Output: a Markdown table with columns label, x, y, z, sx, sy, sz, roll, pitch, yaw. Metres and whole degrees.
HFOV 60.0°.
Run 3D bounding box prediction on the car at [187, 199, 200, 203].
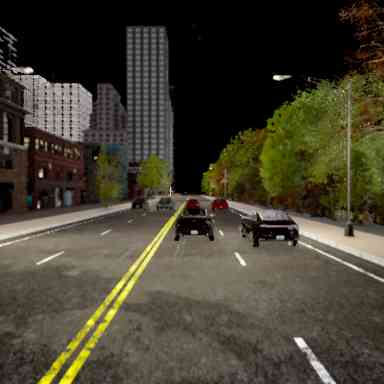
| label | x | y | z | sx | sy | sz | roll | pitch | yaw |
| --- | --- | --- | --- | --- | --- | --- | --- | --- | --- |
| car | 0.117 | 1.592 | 41.503 | 1.812 | 1.442 | 4.674 | 0 | 0 | 0 |

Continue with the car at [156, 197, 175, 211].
| label | x | y | z | sx | sy | sz | roll | pitch | yaw |
| --- | --- | --- | --- | --- | --- | --- | --- | --- | --- |
| car | -3.298 | 1.418 | 41.793 | 2.097 | 1.767 | 4.553 | 0 | 0 | 0 |

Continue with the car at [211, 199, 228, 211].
| label | x | y | z | sx | sy | sz | roll | pitch | yaw |
| --- | --- | --- | --- | --- | --- | --- | --- | --- | --- |
| car | 3.367 | 1.542 | 41.041 | 1.882 | 1.535 | 5.008 | 0 | 0 | 0 |

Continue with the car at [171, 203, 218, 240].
| label | x | y | z | sx | sy | sz | roll | pitch | yaw |
| --- | --- | --- | --- | --- | --- | --- | --- | --- | --- |
| car | 0.107 | 1.535 | 17.220 | 1.837 | 1.490 | 4.892 | 0 | 0 | 0 |

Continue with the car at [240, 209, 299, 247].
| label | x | y | z | sx | sy | sz | roll | pitch | yaw |
| --- | --- | --- | --- | --- | --- | --- | --- | --- | --- |
| car | 3.357 | 1.517 | 15.067 | 2.128 | 1.511 | 4.902 | 0 | 0 | 0 |

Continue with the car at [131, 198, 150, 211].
| label | x | y | z | sx | sy | sz | roll | pitch | yaw |
| --- | --- | --- | --- | --- | --- | --- | --- | --- | --- |
| car | -6.546 | 1.575 | 42.345 | 1.837 | 1.490 | 4.892 | 0 | 0 | 0 |
